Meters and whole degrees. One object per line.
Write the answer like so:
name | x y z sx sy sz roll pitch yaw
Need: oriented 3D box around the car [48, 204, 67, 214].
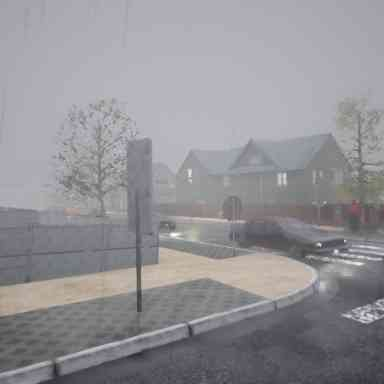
car | -23.036 2.823 56.712 1.882 1.535 5.008 -1 -1 -36

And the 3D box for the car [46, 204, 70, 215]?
car | -18.921 2.637 46.046 1.837 1.490 4.892 -1 -1 -35

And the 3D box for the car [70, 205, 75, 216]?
car | -16.470 2.555 47.526 1.882 1.535 5.008 -1 -1 -36

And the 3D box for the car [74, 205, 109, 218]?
car | -9.814 2.317 33.161 1.994 1.385 4.181 -1 -1 -36

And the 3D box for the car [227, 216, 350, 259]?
car | 3.674 1.746 13.893 2.033 1.411 5.357 -1 -1 -31

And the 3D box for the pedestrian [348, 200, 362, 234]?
pedestrian | 8.557 1.251 17.517 0.375 1.860 0.375 -3 2 -36

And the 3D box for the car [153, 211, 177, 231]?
car | -2.824 2.032 23.376 1.994 1.385 4.181 -1 -1 -36
